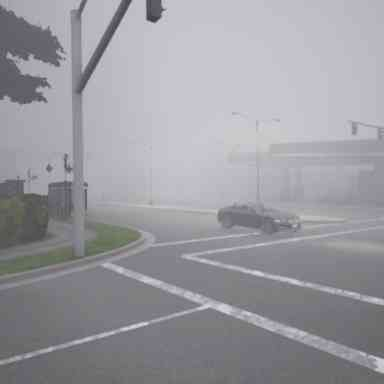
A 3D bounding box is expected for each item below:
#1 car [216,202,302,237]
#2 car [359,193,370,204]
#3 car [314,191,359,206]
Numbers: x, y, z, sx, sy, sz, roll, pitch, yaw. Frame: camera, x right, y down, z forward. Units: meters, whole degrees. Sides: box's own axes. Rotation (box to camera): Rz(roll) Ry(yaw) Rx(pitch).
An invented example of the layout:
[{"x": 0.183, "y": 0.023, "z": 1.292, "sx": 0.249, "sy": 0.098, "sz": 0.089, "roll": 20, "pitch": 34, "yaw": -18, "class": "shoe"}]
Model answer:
[{"x": 3.293, "y": 1.265, "z": 17.174, "sx": 2.128, "sy": 1.511, "sz": 4.902, "roll": -1, "pitch": 1, "yaw": -35, "class": "car"}, {"x": 21.420, "y": 0.829, "z": 44.362, "sx": 1.970, "sy": 1.475, "sz": 3.806, "roll": -1, "pitch": 1, "yaw": -35, "class": "car"}, {"x": 17.153, "y": 0.752, "z": 40.438, "sx": 2.242, "sy": 1.667, "sz": 4.611, "roll": -1, "pitch": 1, "yaw": -35, "class": "car"}]
